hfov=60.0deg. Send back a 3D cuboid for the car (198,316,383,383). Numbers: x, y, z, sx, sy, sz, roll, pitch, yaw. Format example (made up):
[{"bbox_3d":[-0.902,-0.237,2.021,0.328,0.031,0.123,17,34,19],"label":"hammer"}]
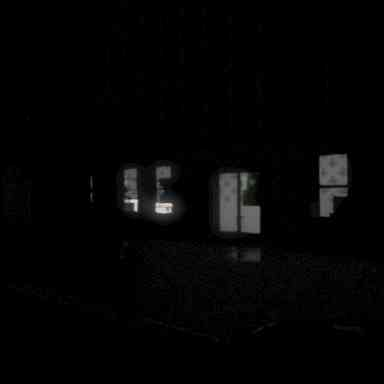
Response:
[{"bbox_3d":[2.218,1.303,1.141,5.009,1.841,2.192,-1,0,36],"label":"car"}]
